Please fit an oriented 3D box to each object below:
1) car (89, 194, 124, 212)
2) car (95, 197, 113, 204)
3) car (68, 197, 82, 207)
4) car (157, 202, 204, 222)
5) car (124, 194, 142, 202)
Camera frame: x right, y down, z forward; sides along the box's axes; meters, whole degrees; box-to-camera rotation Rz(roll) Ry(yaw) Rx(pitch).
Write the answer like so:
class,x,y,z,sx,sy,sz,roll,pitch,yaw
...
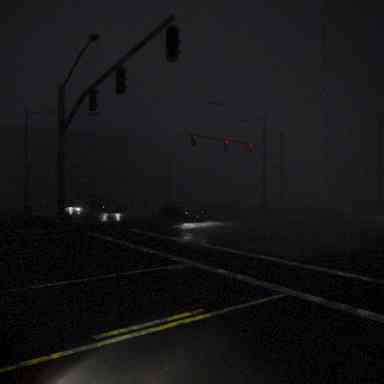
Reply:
class,x,y,z,sx,sy,sz,roll,pitch,yaw
car,-10.375,1.220,39.206,2.150,2.045,5.566,0,0,-34
car,-16.505,1.601,62.713,1.895,1.301,4.718,0,0,3
car,-17.901,1.492,50.779,2.128,1.511,4.902,0,0,-22
car,-1.017,1.526,26.315,1.812,1.442,4.674,0,0,-37
car,-13.677,1.524,72.541,1.812,1.442,4.674,0,0,30
